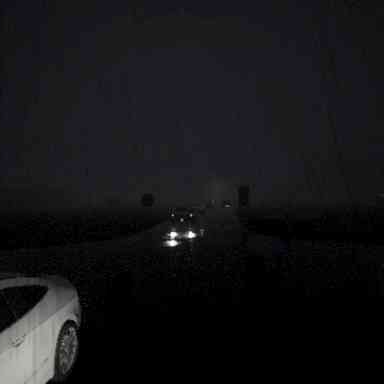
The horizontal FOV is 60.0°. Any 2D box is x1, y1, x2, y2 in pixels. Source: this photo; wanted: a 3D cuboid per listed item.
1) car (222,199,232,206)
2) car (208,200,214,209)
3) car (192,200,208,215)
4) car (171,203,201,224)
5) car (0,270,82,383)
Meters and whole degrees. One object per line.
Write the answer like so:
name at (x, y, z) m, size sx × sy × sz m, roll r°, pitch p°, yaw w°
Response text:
car at (7.226, 2.225, 69.024) m, size 2.033 × 1.411 × 5.357 m, roll 0°, pitch -1°, yaw 8°
car at (2.723, 2.100, 57.455) m, size 1.812 × 1.442 × 4.674 m, roll 0°, pitch -1°, yaw 8°
car at (0.543, 1.925, 39.178) m, size 1.812 × 1.442 × 4.674 m, roll 0°, pitch 0°, yaw 7°
car at (-0.572, 1.891, 27.986) m, size 1.895 × 1.301 × 4.718 m, roll 0°, pitch -1°, yaw 5°
car at (-2.498, 1.561, 2.883) m, size 1.812 × 1.442 × 4.674 m, roll 0°, pitch -1°, yaw 3°
